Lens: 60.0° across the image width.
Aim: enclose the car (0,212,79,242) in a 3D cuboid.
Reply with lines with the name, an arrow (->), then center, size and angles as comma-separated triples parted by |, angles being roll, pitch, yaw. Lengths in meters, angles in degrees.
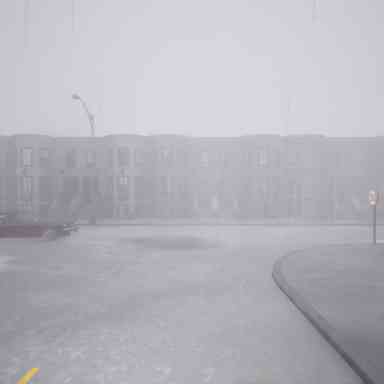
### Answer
car -> -7.940, 1.600, 15.861 | 4.718, 1.301, 1.895 | 0, 0, 0
